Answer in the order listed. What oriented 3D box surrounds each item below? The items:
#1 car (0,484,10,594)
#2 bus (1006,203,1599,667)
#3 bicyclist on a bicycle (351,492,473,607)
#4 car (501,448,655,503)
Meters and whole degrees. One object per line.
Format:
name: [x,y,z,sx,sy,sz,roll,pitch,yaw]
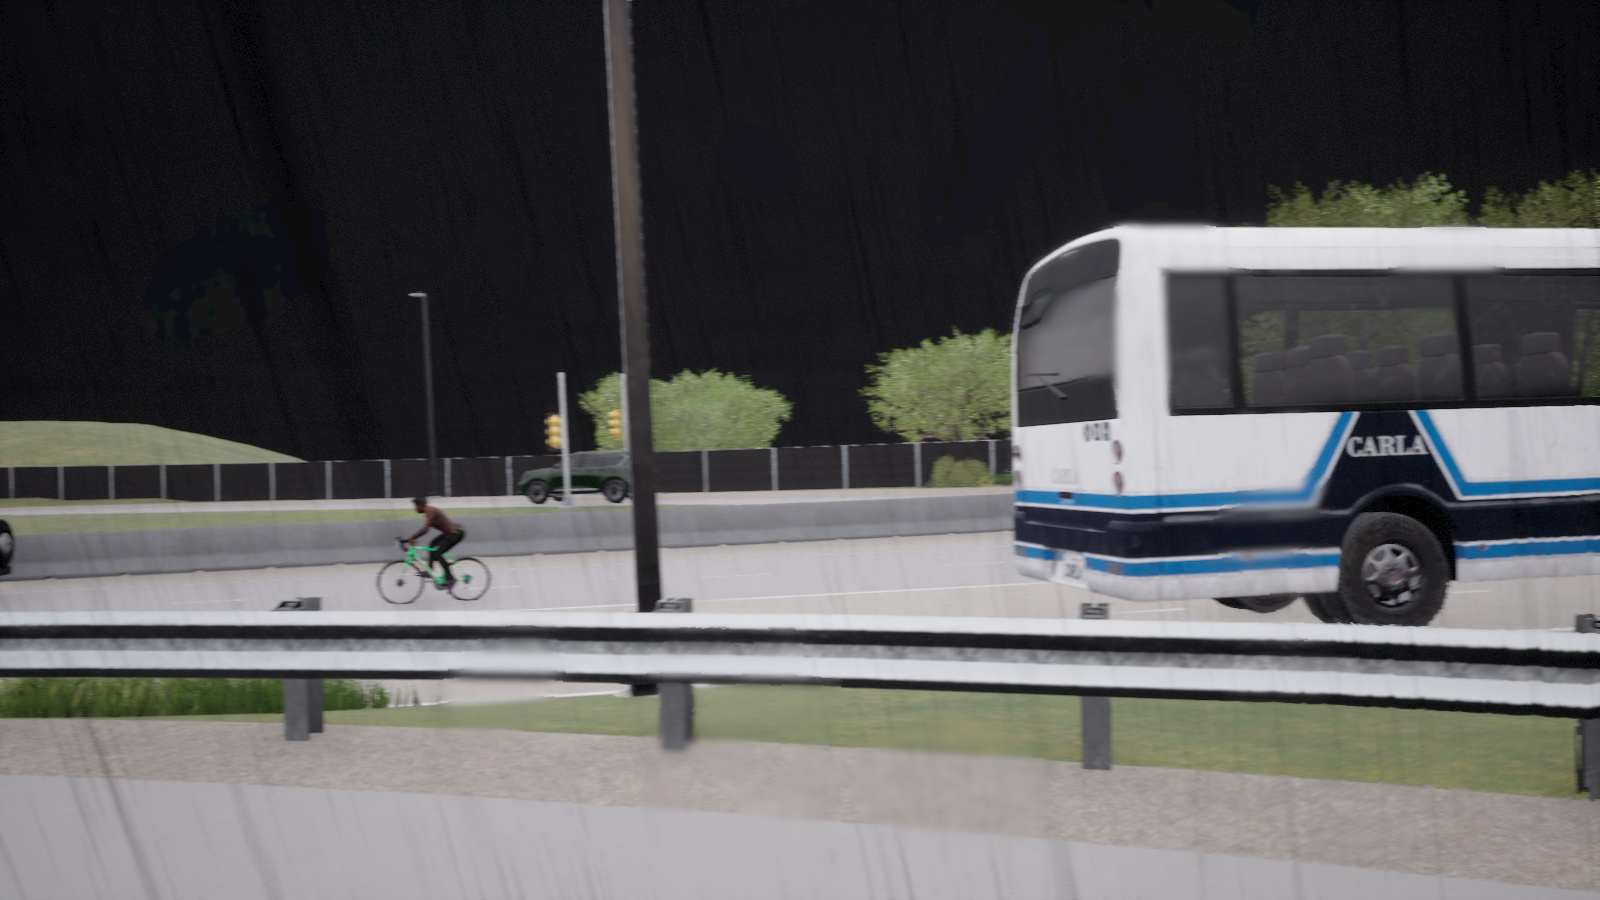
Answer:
car: [-15.442,1.556,20.500,3.866,1.878,1.905,-1,0,-11]
bus: [7.990,-0.232,14.436,10.273,4.253,3.944,-1,0,-11]
bicyclist on a bicycle: [-5.792,1.468,18.835,1.656,1.620,0.582,-2,0,-11]
car: [-8.733,1.002,49.495,5.566,2.045,2.150,-1,0,16]
